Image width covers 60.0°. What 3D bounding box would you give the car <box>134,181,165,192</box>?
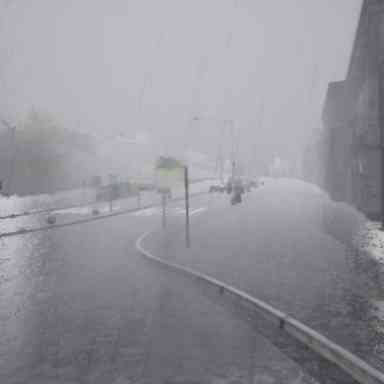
[{"bbox_3d":[-7.203,-0.991,56.505,4.892,1.521,2.231,-3,4,-1],"label":"car"}]

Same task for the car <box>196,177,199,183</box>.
[{"bbox_3d":[-1.449,-2.544,76.305,4.892,1.521,2.231,-3,4,-5],"label":"car"}]

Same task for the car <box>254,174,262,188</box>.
[{"bbox_3d":[9.469,-1.554,53.254,2.097,1.767,4.553,-1,4,17],"label":"car"}]

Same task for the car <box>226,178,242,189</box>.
[{"bbox_3d":[7.050,-1.488,55.533,1.882,1.535,5.008,-1,4,17],"label":"car"}]

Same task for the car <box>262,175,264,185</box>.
[{"bbox_3d":[12.443,-2.422,62.937,2.150,2.045,5.566,-1,4,16],"label":"car"}]

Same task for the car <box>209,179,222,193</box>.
[{"bbox_3d":[3.670,-0.632,45.425,1.812,1.442,4.674,-1,4,20],"label":"car"}]

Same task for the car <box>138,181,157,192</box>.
[{"bbox_3d":[-8.167,-0.731,53.711,4.792,1.488,2.163,-3,4,-1],"label":"car"}]

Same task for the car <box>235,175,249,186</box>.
[{"bbox_3d":[9.666,-2.275,64.129,2.097,1.767,4.553,-1,4,16],"label":"car"}]

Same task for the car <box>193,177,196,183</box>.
[{"bbox_3d":[-2.194,-2.328,73.449,4.892,1.521,2.231,-3,4,-5],"label":"car"}]

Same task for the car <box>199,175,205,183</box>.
[{"bbox_3d":[-0.042,-2.970,82.032,5.008,1.535,2.097,-3,3,-6],"label":"car"}]

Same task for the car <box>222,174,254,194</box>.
[{"bbox_3d":[6.034,-0.881,43.142,2.150,2.045,5.566,-1,4,21],"label":"car"}]

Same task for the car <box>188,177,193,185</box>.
[{"bbox_3d":[-2.964,-2.109,70.603,4.892,1.521,2.231,-3,4,-4],"label":"car"}]

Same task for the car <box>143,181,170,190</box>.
[{"bbox_3d":[-6.309,-1.179,59.319,4.674,1.452,2.002,-3,3,-2],"label":"car"}]

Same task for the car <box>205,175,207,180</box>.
[{"bbox_3d":[0.654,-3.179,84.904,5.008,1.535,2.097,-3,3,-6],"label":"car"}]
